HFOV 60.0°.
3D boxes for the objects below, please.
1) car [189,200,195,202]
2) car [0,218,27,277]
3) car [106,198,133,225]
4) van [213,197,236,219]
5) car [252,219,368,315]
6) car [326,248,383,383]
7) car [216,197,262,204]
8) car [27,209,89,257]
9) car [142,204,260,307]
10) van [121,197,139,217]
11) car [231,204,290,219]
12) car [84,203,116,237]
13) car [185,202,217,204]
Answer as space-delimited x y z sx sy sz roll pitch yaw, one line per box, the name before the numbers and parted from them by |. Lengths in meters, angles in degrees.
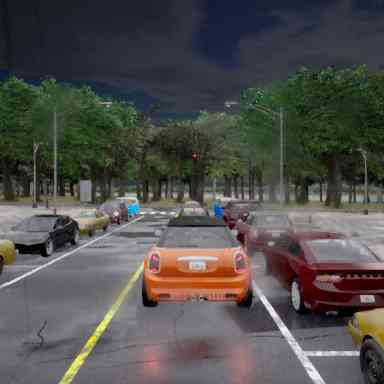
car | 0.015 1.460 27.295 1.801 1.575 5.366 0 0 1
car | -5.760 1.525 7.300 1.752 1.417 4.829 0 0 0
car | -5.749 1.443 23.783 1.967 1.590 4.097 0 0 0
van | 2.780 1.345 29.215 1.690 1.788 3.998 0 0 0
car | 2.766 1.545 7.464 1.887 1.381 4.507 0 0 0
car | 2.762 1.525 2.196 1.752 1.417 4.829 0 0 0
car | 2.772 1.316 18.340 2.192 1.841 5.009 0 0 0
car | -5.756 1.566 12.907 1.947 1.339 4.313 0 0 0
car | 0.104 1.352 8.136 2.097 1.767 4.553 0 0 0
van | -5.746 1.345 29.220 1.690 1.788 3.998 0 0 0
car | 2.769 1.441 12.902 1.967 1.590 4.097 0 0 0
car | -5.753 1.527 18.175 1.752 1.417 4.829 0 0 0
car | 0.109 1.493 17.350 2.128 1.511 4.902 0 0 0
